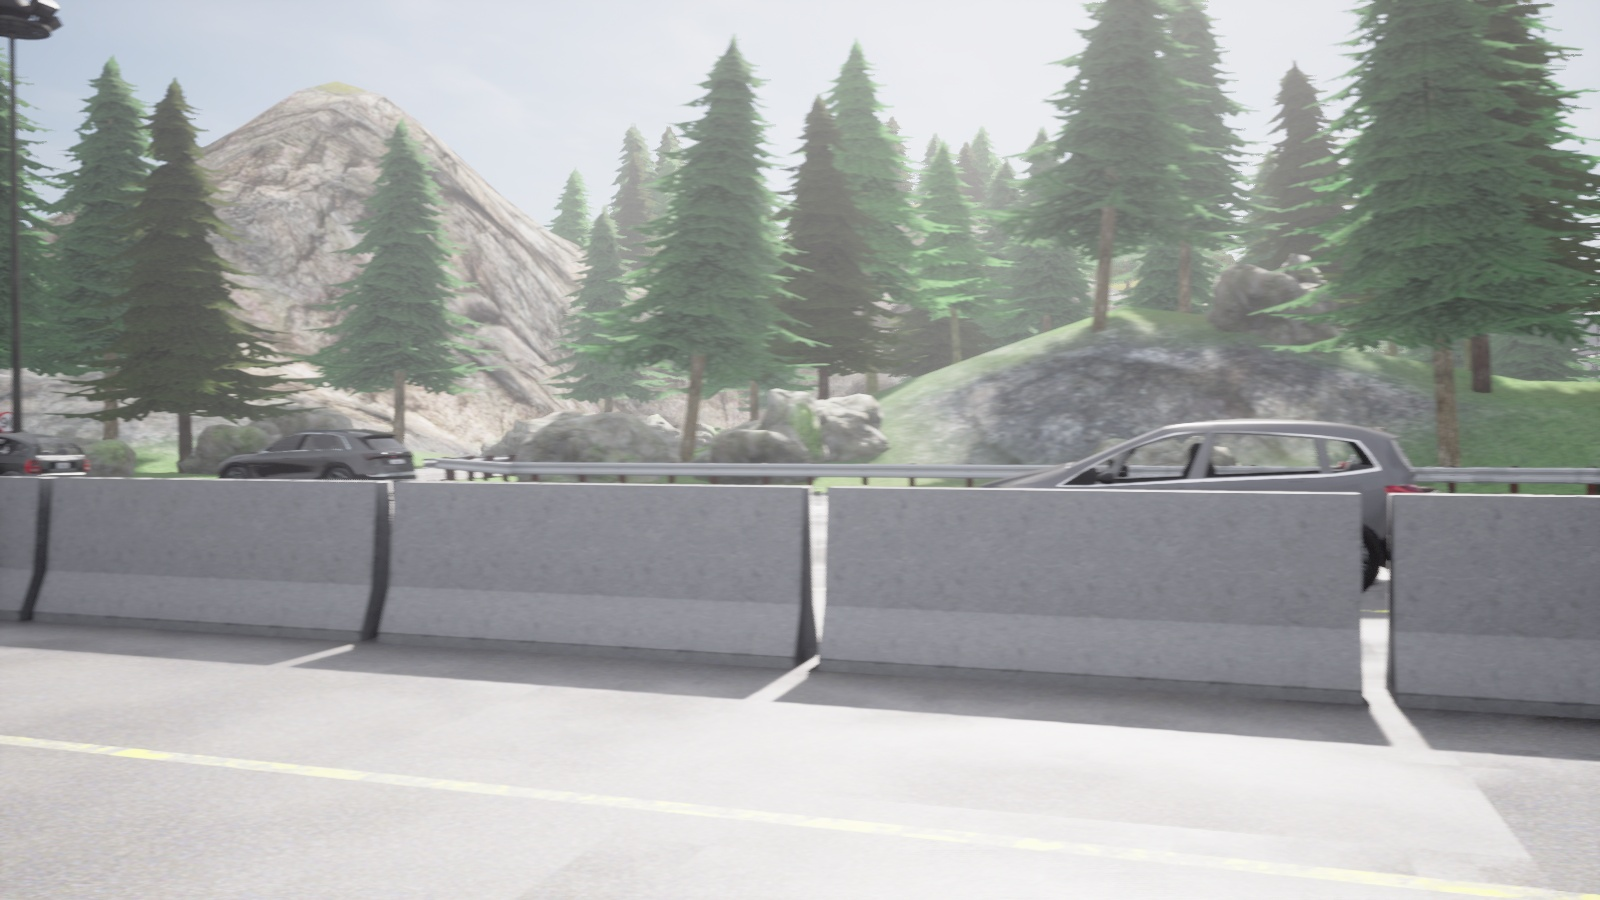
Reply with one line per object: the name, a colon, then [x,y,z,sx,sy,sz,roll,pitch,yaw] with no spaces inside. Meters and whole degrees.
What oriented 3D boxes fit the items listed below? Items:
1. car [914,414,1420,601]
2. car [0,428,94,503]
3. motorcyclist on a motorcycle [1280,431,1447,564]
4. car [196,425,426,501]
car: [3.701,0.477,13.022,4.611,1.667,2.242,1,1,19]
car: [-17.684,0.290,27.563,3.705,1.549,1.789,1,1,18]
motorcyclist on a motorcycle: [6.961,0.557,15.620,1.817,1.590,0.866,0,1,19]
car: [-11.357,0.239,29.215,4.856,1.649,2.033,1,1,21]
